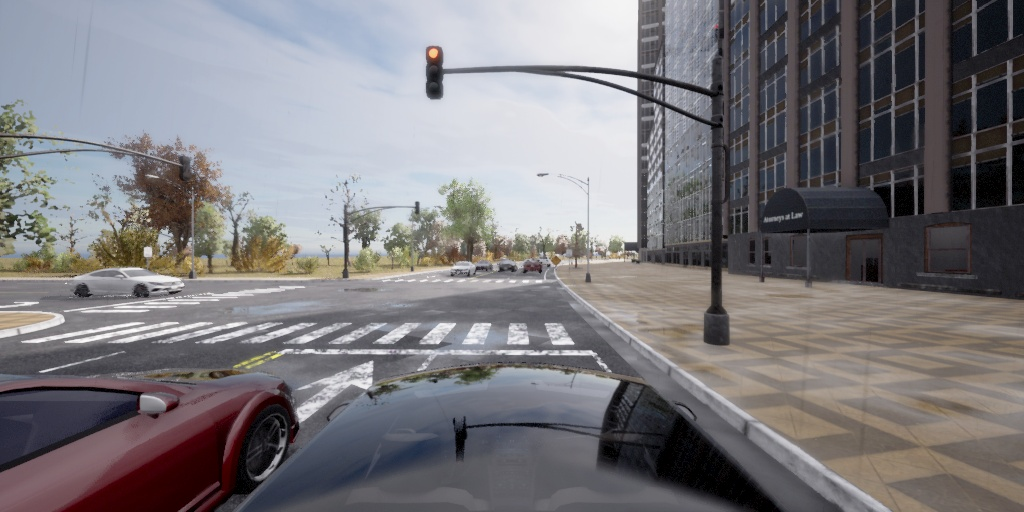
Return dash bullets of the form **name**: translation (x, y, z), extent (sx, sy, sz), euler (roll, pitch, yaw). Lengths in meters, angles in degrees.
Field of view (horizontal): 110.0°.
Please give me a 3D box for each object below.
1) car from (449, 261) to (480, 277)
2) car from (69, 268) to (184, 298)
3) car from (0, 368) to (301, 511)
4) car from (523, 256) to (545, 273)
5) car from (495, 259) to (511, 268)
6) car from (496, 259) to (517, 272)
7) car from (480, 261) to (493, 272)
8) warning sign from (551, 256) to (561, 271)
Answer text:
- **car**: translation (-4.867, 1.273, 36.367), extent (1.812, 1.442, 4.674), euler (0, 0, 6)
- **car**: translation (-19.414, 1.316, 18.137), extent (4.674, 1.442, 1.812), euler (0, 0, 0)
- **car**: translation (-3.108, 1.314, 1.880), extent (1.994, 1.385, 4.181), euler (0, 0, 0)
- **car**: translation (2.630, 1.103, 43.515), extent (2.097, 1.767, 4.553), euler (0, 0, 7)
- **car**: translation (-1.450, 1.259, 62.221), extent (1.837, 1.490, 4.892), euler (0, 0, 10)
- **car**: translation (-0.480, 1.276, 44.921), extent (1.812, 1.442, 4.674), euler (0, 0, 7)
- **car**: translation (-3.701, 1.296, 47.062), extent (2.033, 1.411, 5.357), euler (0, 0, 6)
- **warning sign**: translation (5.412, 0.868, 44.026), extent (1.300, 1.860, 1.060), euler (0, 0, 7)
